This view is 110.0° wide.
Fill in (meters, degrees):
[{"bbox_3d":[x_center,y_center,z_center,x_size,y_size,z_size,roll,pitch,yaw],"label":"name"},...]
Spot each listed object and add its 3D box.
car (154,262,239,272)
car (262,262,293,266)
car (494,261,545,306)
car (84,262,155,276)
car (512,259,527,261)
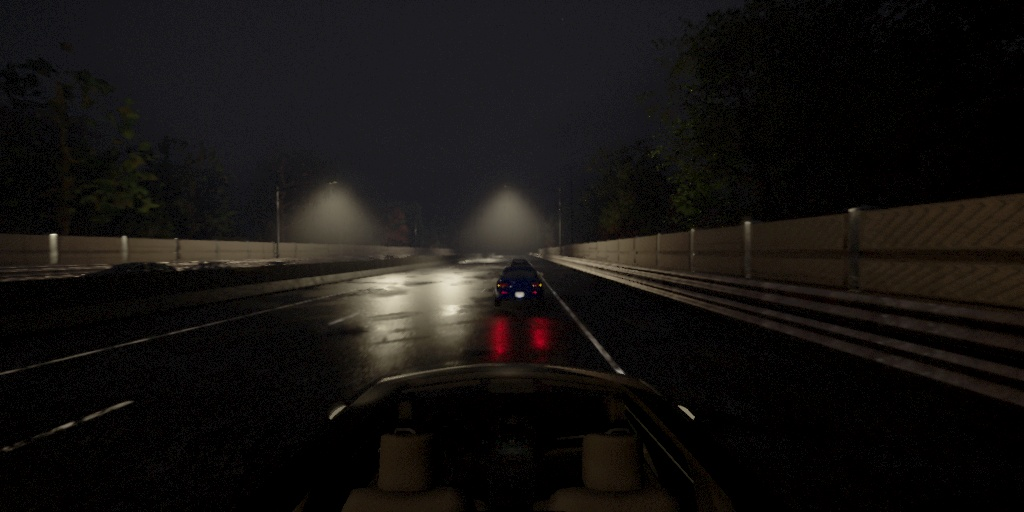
[{"bbox_3d":[-20.674,1.152,24.611,2.033,1.411,5.357,0,1,1],"label":"car"},{"bbox_3d":[-17.130,1.118,26.139,1.994,1.385,4.181,0,1,1],"label":"car"},{"bbox_3d":[0.303,1.095,14.360,1.812,1.442,4.674,0,1,1],"label":"car"},{"bbox_3d":[-24.212,1.161,22.936,1.837,1.490,4.892,0,1,1],"label":"car"},{"bbox_3d":[0.633,0.908,30.354,1.994,1.385,4.181,0,1,1],"label":"car"}]
